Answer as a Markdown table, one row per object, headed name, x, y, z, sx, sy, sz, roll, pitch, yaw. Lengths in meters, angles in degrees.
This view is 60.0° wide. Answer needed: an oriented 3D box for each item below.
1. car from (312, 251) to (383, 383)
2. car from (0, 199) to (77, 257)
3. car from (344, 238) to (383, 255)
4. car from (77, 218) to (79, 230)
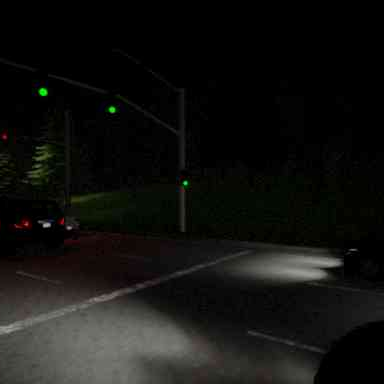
| name | x | y | z | sx | sy | sz | roll | pitch | yaw |
| --- | --- | --- | --- | --- | --- | --- | --- | --- | --- |
| car | 3.190 | 1.480 | 1.721 | 4.902 | 1.511 | 2.128 | -1 | 0 | 35 |
| car | -7.433 | 1.311 | 13.582 | 5.566 | 2.045 | 2.150 | 0 | 0 | 35 |
| car | 6.241 | 1.523 | 8.138 | 4.674 | 1.442 | 1.812 | 0 | 0 | 36 |
| car | -8.146 | 1.636 | 18.373 | 4.674 | 1.442 | 1.812 | 0 | 0 | 35 |
